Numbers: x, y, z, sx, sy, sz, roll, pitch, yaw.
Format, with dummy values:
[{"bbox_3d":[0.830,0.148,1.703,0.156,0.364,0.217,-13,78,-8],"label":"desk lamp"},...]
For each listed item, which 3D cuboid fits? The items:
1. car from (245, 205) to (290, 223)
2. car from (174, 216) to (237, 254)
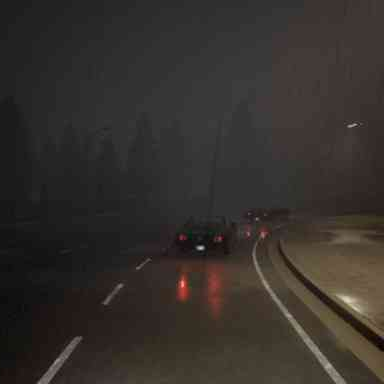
[{"bbox_3d":[5.870,1.616,25.343,1.895,1.301,4.718,0,0,34],"label":"car"},{"bbox_3d":[0.765,1.616,13.507,1.895,1.301,4.718,0,0,12],"label":"car"}]
